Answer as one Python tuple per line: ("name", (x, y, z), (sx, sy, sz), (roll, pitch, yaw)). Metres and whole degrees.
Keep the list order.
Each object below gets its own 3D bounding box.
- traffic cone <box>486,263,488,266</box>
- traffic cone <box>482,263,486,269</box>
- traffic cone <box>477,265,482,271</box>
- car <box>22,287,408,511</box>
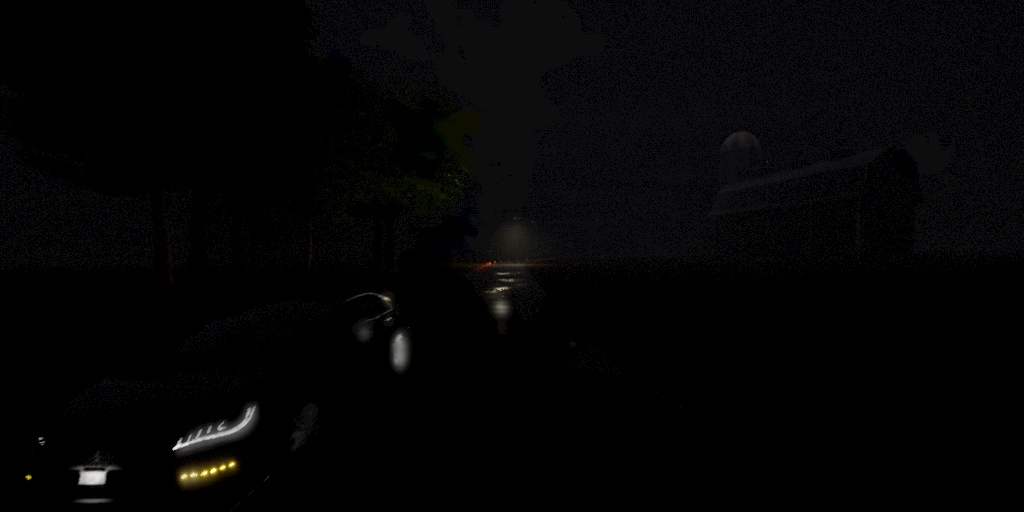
("traffic cone", (-3.856, 1.285, 50.668), (0.340, 0.580, 0.340), (0, 0, 0))
("traffic cone", (-3.856, 1.357, 45.669), (0.340, 0.580, 0.340), (0, 0, 0))
("traffic cone", (-3.855, 1.429, 40.669), (0.340, 0.580, 0.340), (0, 0, 0))
("car", (-2.850, 1.252, 4.865), (1.837, 1.490, 4.892), (0, 0, 0))
